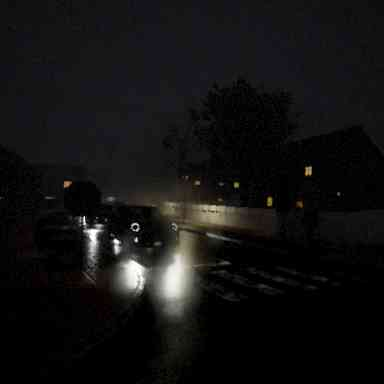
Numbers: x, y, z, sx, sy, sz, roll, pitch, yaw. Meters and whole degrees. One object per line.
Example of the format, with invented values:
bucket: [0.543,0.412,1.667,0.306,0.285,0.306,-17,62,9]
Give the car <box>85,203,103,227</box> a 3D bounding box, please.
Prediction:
car: [-6.462,1.592,23.701,1.837,1.490,4.892,2,-1,-23]

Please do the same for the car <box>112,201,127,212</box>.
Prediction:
car: [-10.632,2.078,48.814,1.994,1.385,4.181,2,-1,-10]

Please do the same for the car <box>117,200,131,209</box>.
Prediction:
car: [-12.015,2.178,58.738,1.994,1.385,4.181,2,-1,-6]

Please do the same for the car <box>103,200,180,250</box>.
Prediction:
car: [-2.192,1.343,14.281,2.097,1.767,4.553,2,-2,-26]

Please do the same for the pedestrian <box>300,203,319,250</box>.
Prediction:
pedestrian: [4.542,1.301,12.788,0.375,1.860,0.375,2,-2,-29]
